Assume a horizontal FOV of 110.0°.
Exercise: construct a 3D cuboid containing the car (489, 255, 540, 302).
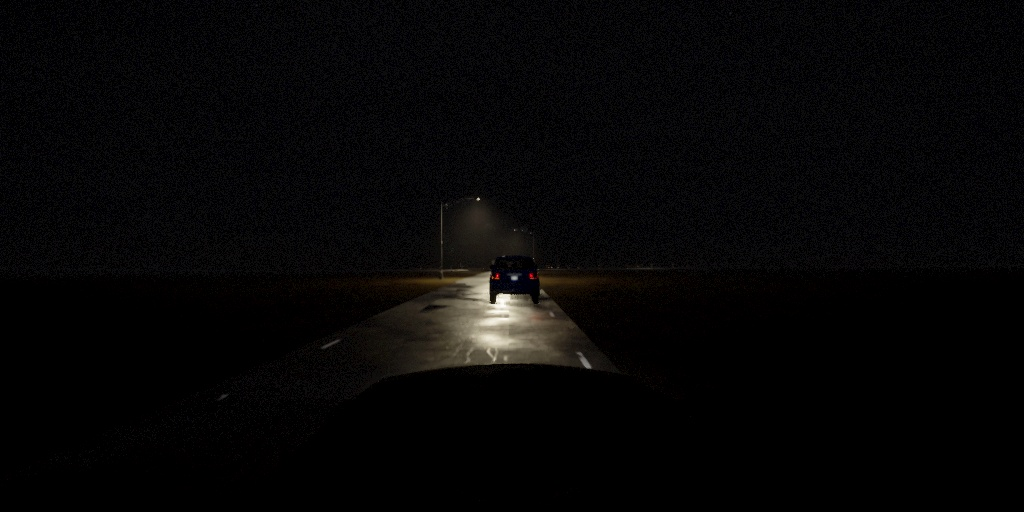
[{"bbox_3d":[0.100,1.006,17.184,2.150,2.045,5.566,0,0,0],"label":"car"}]
